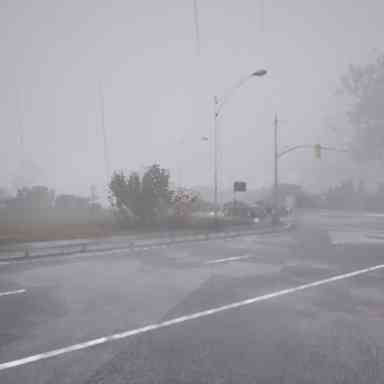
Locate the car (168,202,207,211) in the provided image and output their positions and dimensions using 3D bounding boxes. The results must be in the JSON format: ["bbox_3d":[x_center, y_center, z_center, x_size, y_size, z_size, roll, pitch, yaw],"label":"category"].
[{"bbox_3d":[-1.008,1.513,38.186,2.128,1.511,4.902,0,0,-39],"label":"car"}]

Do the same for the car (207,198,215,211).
[{"bbox_3d":[1.666,1.530,40.445,1.837,1.490,4.892,0,0,-39],"label":"car"}]

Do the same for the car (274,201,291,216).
[{"bbox_3d":[7.555,1.517,33.101,2.128,1.511,4.902,0,0,-39],"label":"car"}]

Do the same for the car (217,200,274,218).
[{"bbox_3d":[4.837,1.528,30.864,1.837,1.490,4.892,0,0,-38],"label":"car"}]
